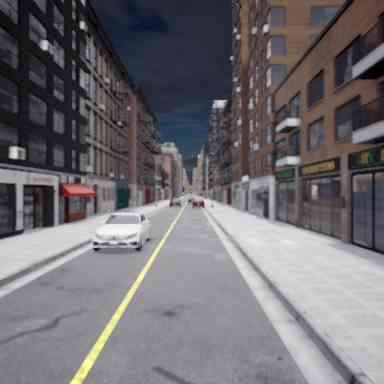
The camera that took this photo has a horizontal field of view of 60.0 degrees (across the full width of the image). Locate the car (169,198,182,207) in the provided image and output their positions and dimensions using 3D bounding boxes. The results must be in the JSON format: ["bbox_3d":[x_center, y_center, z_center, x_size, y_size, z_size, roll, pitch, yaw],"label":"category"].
[{"bbox_3d":[-2.776,1.748,55.774,1.882,1.535,5.008,0,0,0],"label":"car"}]

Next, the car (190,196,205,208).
[{"bbox_3d":[0.993,1.725,51.580,1.882,1.535,5.008,0,0,0],"label":"car"}]

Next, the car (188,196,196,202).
[{"bbox_3d":[0.052,1.896,88.161,2.128,1.511,4.902,0,0,0],"label":"car"}]

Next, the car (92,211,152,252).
[{"bbox_3d":[-2.842,1.582,14.359,1.812,1.442,4.674,0,0,0],"label":"car"}]

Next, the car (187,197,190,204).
[{"bbox_3d":[0.041,1.752,69.783,1.812,1.442,4.674,0,0,0],"label":"car"}]
